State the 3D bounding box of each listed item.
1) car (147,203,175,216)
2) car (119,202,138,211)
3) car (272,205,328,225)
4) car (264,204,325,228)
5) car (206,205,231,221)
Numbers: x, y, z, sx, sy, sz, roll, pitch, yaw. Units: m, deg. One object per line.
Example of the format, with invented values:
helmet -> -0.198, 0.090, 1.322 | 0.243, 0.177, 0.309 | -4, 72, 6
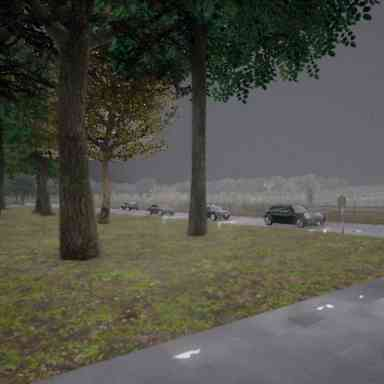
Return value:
car -> -4.041, 2.254, 42.535 | 1.837, 1.490, 4.892 | -1, 0, -35
car -> -10.933, 2.489, 57.464 | 1.837, 1.490, 4.892 | -1, 0, -35
car -> 9.229, 1.925, 28.748 | 1.994, 1.385, 4.181 | -1, 0, -35
car -> 7.777, 1.728, 25.672 | 2.097, 1.767, 4.553 | -1, 0, -35
car -> 1.908, 2.068, 34.041 | 1.837, 1.490, 4.892 | -1, 0, -35
